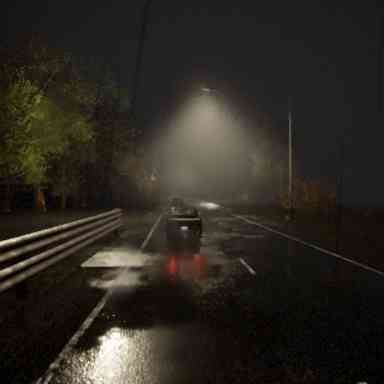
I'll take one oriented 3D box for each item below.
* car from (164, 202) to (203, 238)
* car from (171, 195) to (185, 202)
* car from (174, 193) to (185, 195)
[{"bbox_3d":[-0.467,1.493,17.892,2.128,1.511,4.902,0,0,-3],"label":"car"},{"bbox_3d":[-1.863,1.558,45.753,1.994,1.385,4.181,0,0,-3],"label":"car"},{"bbox_3d":[-2.945,1.474,67.235,2.128,1.511,4.902,0,0,-3],"label":"car"}]
